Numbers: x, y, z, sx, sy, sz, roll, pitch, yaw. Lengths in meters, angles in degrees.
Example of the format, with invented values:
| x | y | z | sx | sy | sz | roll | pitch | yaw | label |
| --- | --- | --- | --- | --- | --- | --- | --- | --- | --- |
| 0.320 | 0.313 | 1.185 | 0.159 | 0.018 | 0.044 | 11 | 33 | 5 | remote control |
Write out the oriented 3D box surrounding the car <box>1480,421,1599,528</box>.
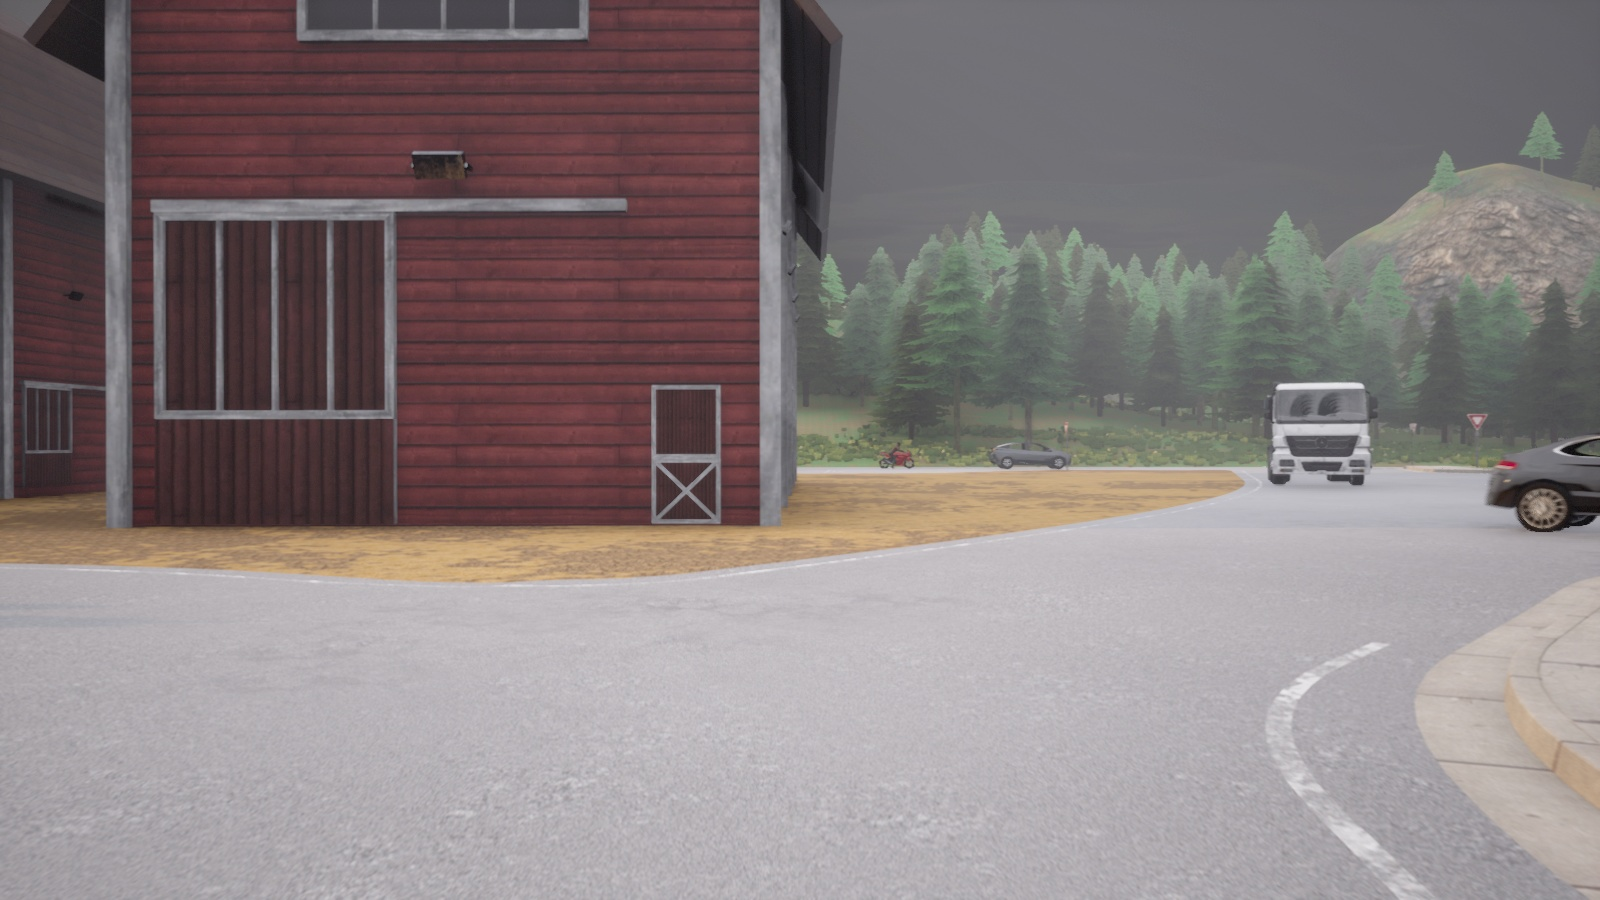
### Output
| x | y | z | sx | sy | sz | roll | pitch | yaw | label |
| --- | --- | --- | --- | --- | --- | --- | --- | --- | --- |
| 13.742 | 0.389 | 19.683 | 5.027 | 1.651 | 2.152 | 1 | 1 | 43 | car |

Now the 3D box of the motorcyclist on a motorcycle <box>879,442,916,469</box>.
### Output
| x | y | z | sx | sy | sz | roll | pitch | yaw | label |
| --- | --- | --- | --- | --- | --- | --- | --- | --- | --- |
| 5.459 | 0.311 | 70.389 | 2.044 | 1.523 | 0.797 | 0 | 0 | 1 | motorcyclist on a motorcycle |

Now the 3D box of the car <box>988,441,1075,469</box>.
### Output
| x | y | z | sx | sy | sz | roll | pitch | yaw | label |
| --- | --- | --- | --- | --- | --- | --- | --- | --- | --- |
| 12.903 | 0.281 | 70.242 | 4.514 | 1.525 | 2.007 | 0 | 0 | 1 | car |

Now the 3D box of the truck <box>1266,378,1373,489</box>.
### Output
| x | y | z | sx | sy | sz | roll | pitch | yaw | label |
| --- | --- | --- | --- | --- | --- | --- | --- | --- | --- |
| 17.734 | -0.554 | 43.314 | 2.891 | 3.462 | 7.936 | 0 | 0 | 19 | truck |
